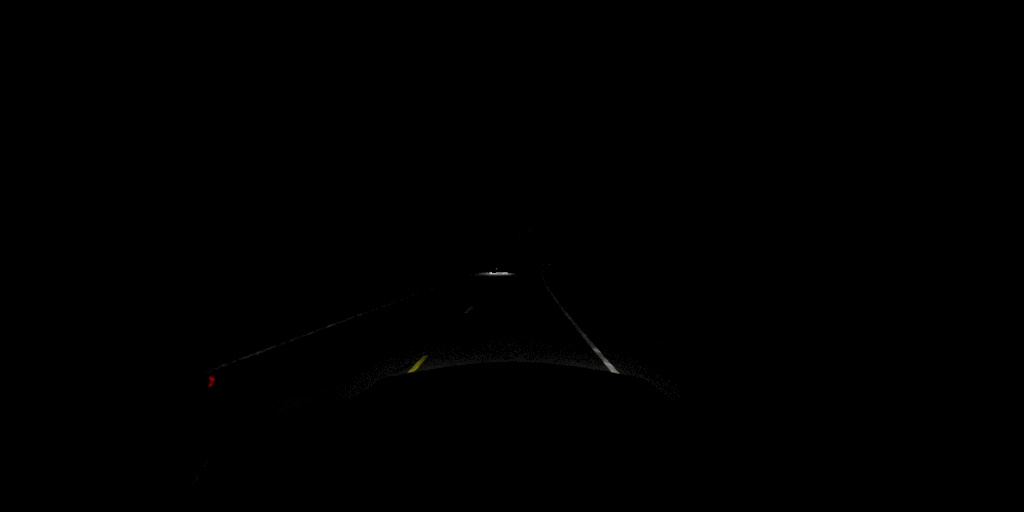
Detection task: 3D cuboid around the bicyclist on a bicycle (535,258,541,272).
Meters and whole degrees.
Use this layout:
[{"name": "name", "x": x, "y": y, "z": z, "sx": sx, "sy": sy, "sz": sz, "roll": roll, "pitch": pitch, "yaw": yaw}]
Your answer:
[{"name": "bicyclist on a bicycle", "x": 3.085, "y": 1.214, "z": 44.676, "sx": 0.582, "sy": 1.620, "sz": 1.656, "roll": 0, "pitch": 0, "yaw": 6}]

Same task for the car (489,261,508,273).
[{"name": "car", "x": -1.589, "y": 1.309, "z": 43.368, "sx": 1.994, "sy": 1.385, "sz": 4.181, "roll": 0, "pitch": 0, "yaw": 6}]

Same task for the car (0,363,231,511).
[{"name": "car", "x": -3.570, "y": 1.309, "z": 1.533, "sx": 1.994, "sy": 1.385, "sz": 4.181, "roll": 0, "pitch": 0, "yaw": 0}]

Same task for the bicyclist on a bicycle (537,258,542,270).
[{"name": "bicyclist on a bicycle", "x": 4.060, "y": 1.126, "z": 53.708, "sx": 0.659, "sy": 1.776, "sz": 1.843, "roll": 0, "pitch": 0, "yaw": 7}]
